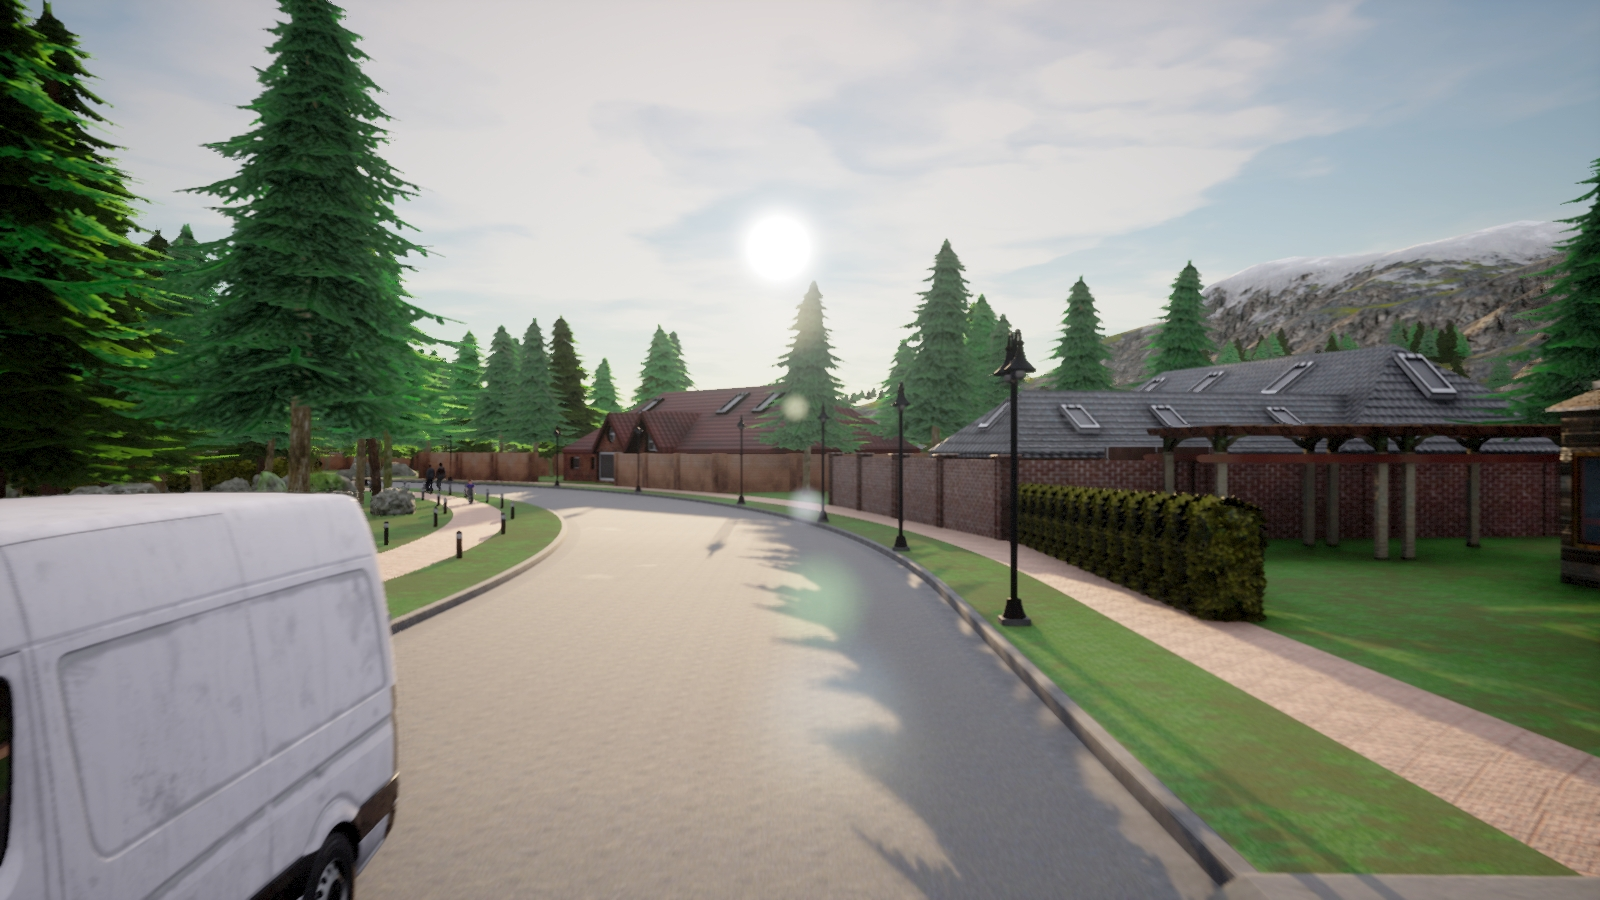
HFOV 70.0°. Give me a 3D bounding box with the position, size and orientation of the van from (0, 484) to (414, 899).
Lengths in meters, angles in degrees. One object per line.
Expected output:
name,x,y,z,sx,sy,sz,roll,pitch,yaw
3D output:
van,-3.510,1.501,4.488,1.988,2.561,5.915,0,0,0

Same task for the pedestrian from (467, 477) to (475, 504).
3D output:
pedestrian,-15.916,1.947,55.218,0.375,1.300,0.375,0,0,-16

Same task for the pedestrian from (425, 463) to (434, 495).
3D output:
pedestrian,-21.687,1.667,66.925,0.375,1.860,0.375,0,0,41

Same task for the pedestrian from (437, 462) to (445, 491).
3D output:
pedestrian,-22.768,1.667,72.461,0.375,1.860,0.375,0,0,-43
